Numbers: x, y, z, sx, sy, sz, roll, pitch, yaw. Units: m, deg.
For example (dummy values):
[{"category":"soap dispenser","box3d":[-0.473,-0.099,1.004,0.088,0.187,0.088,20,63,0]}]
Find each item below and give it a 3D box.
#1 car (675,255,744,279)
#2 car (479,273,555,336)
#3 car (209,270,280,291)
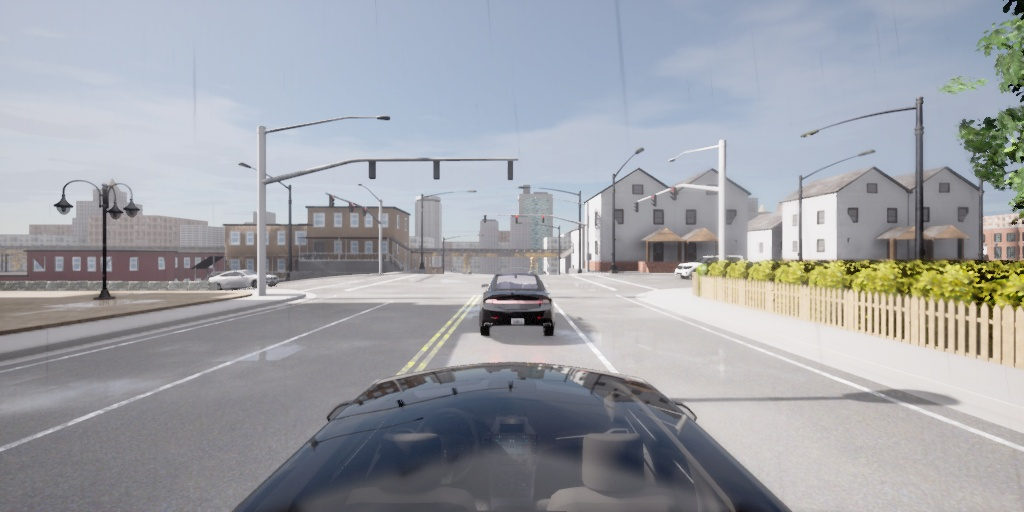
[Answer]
[{"category":"car","box3d":[16.909,0.968,30.434,5.566,2.045,2.150,0,0,-1]},{"category":"car","box3d":[0.118,1.241,10.394,2.128,1.511,4.902,0,0,0]},{"category":"car","box3d":[-19.658,1.740,26.266,4.674,1.442,1.812,-4,0,1]}]
